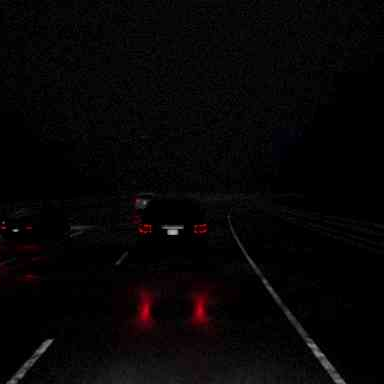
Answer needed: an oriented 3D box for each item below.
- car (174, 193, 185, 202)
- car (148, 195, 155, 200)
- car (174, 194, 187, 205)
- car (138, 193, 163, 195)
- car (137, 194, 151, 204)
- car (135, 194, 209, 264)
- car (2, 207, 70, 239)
[{"bbox_3d":[-2.901,1.198,75.592,2.150,2.045,5.566,0,0,-4],"label":"car"},{"bbox_3d":[-10.995,1.575,90.434,1.895,1.301,4.718,0,0,-5],"label":"car"},{"bbox_3d":[-2.059,1.292,59.530,2.097,1.767,4.553,0,0,-2],"label":"car"},{"bbox_3d":[-4.674,1.147,35.402,2.150,2.045,5.566,0,0,-2],"label":"car"},{"bbox_3d":[-9.128,1.261,63.525,2.097,1.767,4.553,0,0,-3],"label":"car"},{"bbox_3d":[-0.618,1.212,11.984,2.150,2.045,5.566,0,0,-2],"label":"car"},{"bbox_3d":[-7.684,1.468,16.732,1.812,1.442,4.674,0,0,-2],"label":"car"}]
